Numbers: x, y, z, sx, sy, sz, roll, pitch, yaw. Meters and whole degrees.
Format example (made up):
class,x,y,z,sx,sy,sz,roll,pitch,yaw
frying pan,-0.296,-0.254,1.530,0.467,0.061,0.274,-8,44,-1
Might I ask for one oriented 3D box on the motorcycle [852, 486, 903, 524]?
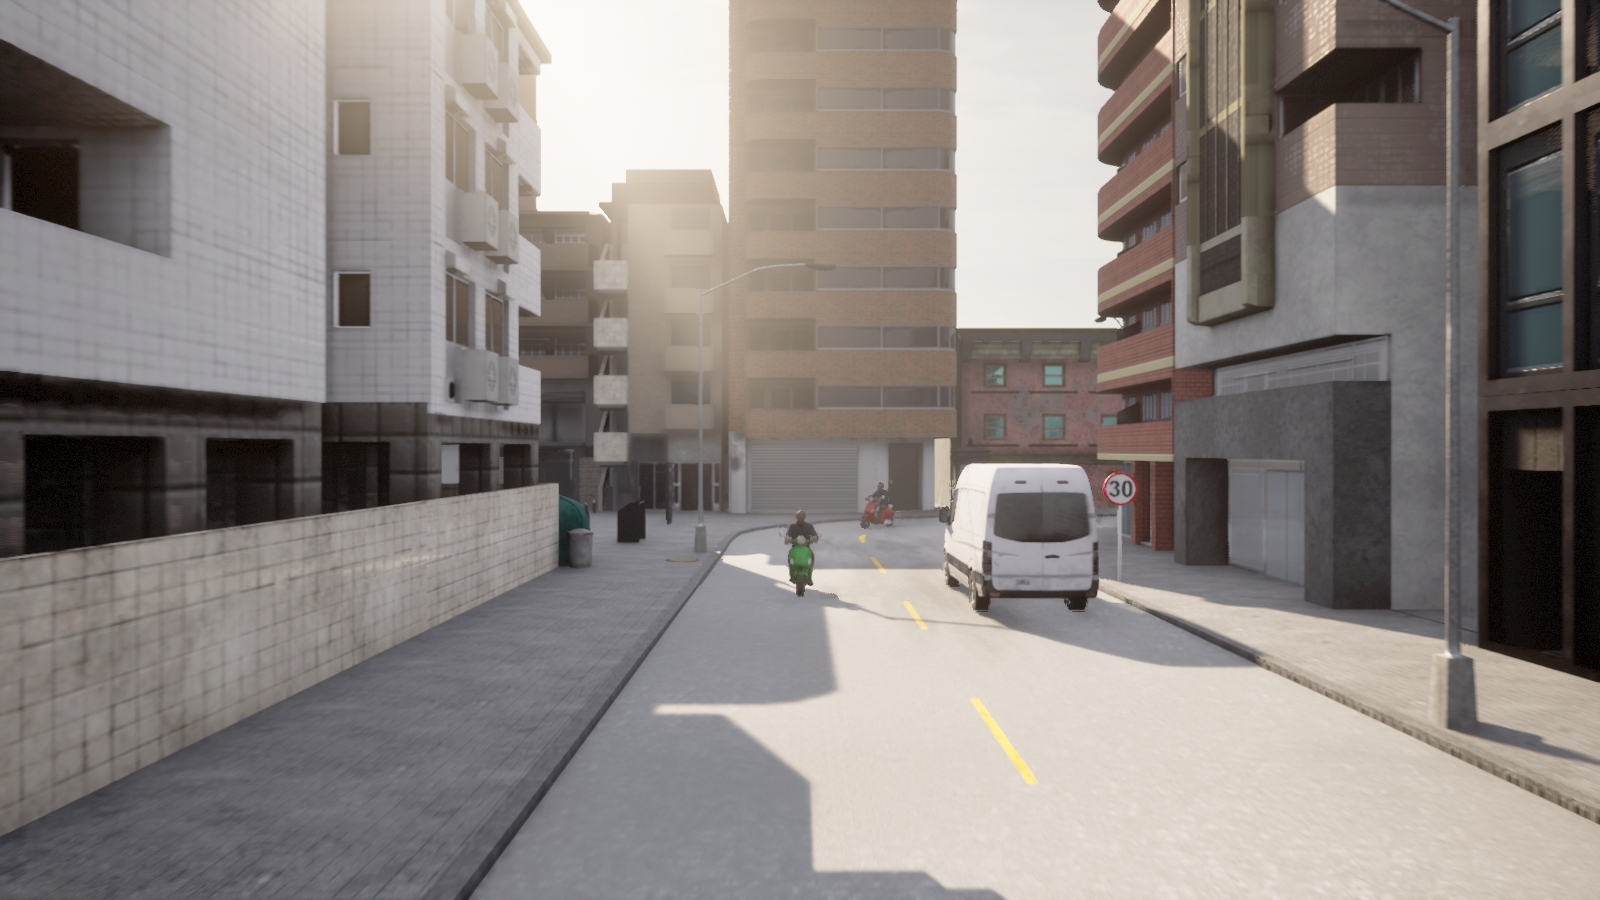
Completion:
class,x,y,z,sx,sy,sz,roll,pitch,yaw
motorcycle,2.771,1.963,40.779,0.856,1.236,1.805,2,2,42

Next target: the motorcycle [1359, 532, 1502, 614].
class,x,y,z,sx,sy,sz,roll,pitch,yaw
motorcycle,10.116,1.961,18.390,1.805,1.236,0.856,0,-1,6

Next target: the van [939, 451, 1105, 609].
class,x,y,z,sx,sy,sz,roll,pitch,yaw
van,3.994,1.314,21.674,1.988,2.561,5.915,0,0,0

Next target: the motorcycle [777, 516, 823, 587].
class,x,y,z,sx,sy,sz,roll,pitch,yaw
motorcycle,0.005,1.961,22.425,0.856,1.236,1.805,0,0,0
